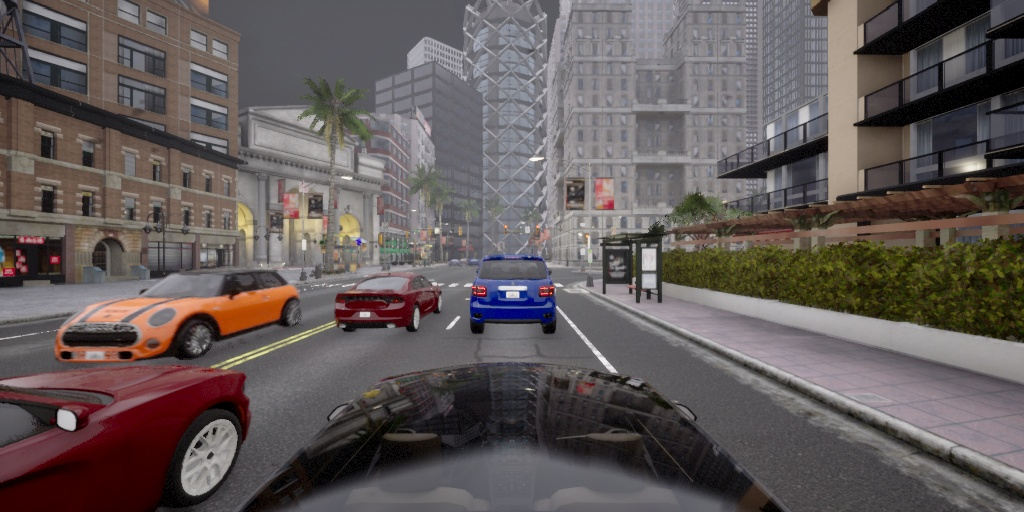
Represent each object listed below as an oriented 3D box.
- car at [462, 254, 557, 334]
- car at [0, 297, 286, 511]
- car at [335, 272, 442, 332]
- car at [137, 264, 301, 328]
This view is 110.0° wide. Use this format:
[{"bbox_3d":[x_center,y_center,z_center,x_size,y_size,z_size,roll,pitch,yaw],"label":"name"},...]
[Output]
[{"bbox_3d":[0.054,0.971,10.804,2.150,2.045,5.566,0,0,1],"label":"car"},{"bbox_3d":[-3.390,1.228,1.335,1.882,1.535,5.008,0,0,0],"label":"car"},{"bbox_3d":[-3.441,1.228,10.914,1.882,1.535,5.008,0,0,0],"label":"car"},{"bbox_3d":[-7.093,1.102,8.343,2.097,1.767,4.553,0,0,0],"label":"car"}]
